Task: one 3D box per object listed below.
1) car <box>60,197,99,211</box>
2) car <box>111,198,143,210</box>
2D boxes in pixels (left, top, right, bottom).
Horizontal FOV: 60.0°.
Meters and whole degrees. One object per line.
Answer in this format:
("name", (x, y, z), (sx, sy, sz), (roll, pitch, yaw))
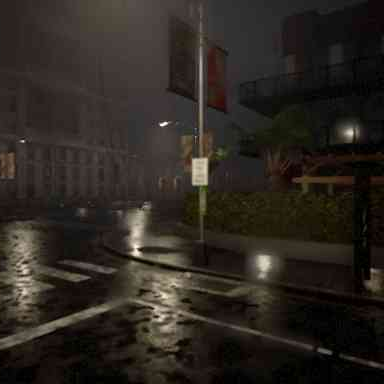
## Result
("car", (-13.699, 1.431, 40.715), (2.128, 1.511, 4.902), (0, 0, 35))
("car", (-8.214, 1.471, 42.416), (1.812, 1.442, 4.674), (0, 0, 35))
